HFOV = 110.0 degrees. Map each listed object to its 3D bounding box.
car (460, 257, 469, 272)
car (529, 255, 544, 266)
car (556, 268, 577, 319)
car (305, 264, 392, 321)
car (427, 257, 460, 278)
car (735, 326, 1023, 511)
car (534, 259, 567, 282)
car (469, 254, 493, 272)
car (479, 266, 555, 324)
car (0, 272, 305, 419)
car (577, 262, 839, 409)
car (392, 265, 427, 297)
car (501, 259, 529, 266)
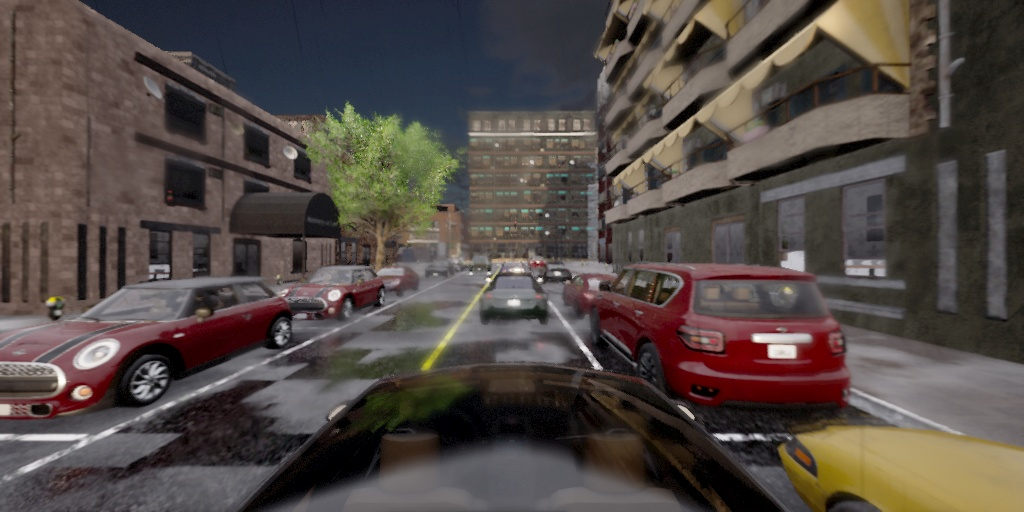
[{"bbox_3d":[-5.656,0.868,34.366,2.007,1.370,4.403,0,0,0],"label":"car"},{"bbox_3d":[2.738,0.682,40.107,1.967,1.591,4.097,0,0,0],"label":"car"},{"bbox_3d":[2.691,1.199,11.680,1.802,1.307,4.207,0,0,0],"label":"car"},{"bbox_3d":[-5.657,1.057,11.621,1.967,1.591,4.097,0,0,0],"label":"car"},{"bbox_3d":[-5.656,0.957,28.679,1.948,1.339,4.313,0,0,0],"label":"car"},{"bbox_3d":[2.691,1.294,0.477,1.751,1.417,4.829,0,0,0],"label":"car"},{"bbox_3d":[2.691,1.032,23.051,1.948,1.339,4.313,0,0,0],"label":"car"},{"bbox_3d":[-3.083,0.649,35.899,2.097,1.767,4.553,0,1,0],"label":"car"},{"bbox_3d":[0.075,1.183,11.440,1.994,1.385,4.181,0,1,0],"label":"car"},{"bbox_3d":[-5.656,1.133,5.934,1.967,1.591,4.097,0,0,0],"label":"car"},{"bbox_3d":[2.691,1.007,5.994,2.192,1.841,5.009,0,0,0],"label":"car"},{"bbox_3d":[-5.656,1.124,17.307,1.802,1.307,4.207,0,0,0],"label":"car"},{"bbox_3d":[0.080,1.010,27.400,1.895,1.301,4.718,0,1,0],"label":"car"}]
